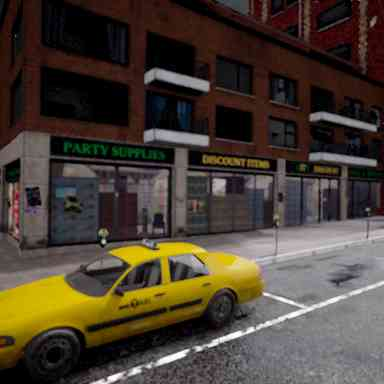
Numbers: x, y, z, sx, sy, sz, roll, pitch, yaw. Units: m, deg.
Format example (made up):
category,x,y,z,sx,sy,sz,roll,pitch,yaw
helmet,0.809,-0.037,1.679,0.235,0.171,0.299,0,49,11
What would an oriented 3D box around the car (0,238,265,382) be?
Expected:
category,x,y,z,sx,sy,sz,roll,pitch,yaw
car,-0.922,1.494,5.412,4.829,1.417,1.752,-1,2,-35
